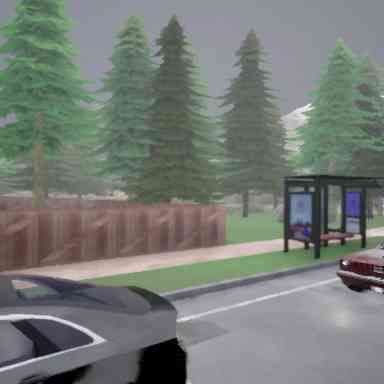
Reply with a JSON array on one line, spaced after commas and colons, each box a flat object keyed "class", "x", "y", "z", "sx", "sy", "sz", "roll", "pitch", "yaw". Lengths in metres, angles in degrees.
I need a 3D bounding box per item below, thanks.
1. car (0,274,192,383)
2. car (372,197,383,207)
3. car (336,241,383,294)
[{"class": "car", "x": -2.302, "y": 1.489, "z": 2.341, "sx": 4.902, "sy": 1.511, "sz": 2.128, "roll": 0, "pitch": 0, "yaw": -35}, {"class": "car", "x": 30.776, "y": 1.445, "z": 52.248, "sx": 4.605, "sy": 1.855, "sz": 1.932, "roll": 0, "pitch": 0, "yaw": -37}, {"class": "car", "x": 5.509, "y": 1.647, "z": 7.908, "sx": 4.718, "sy": 1.301, "sz": 1.895, "roll": 0, "pitch": 0, "yaw": -35}]
